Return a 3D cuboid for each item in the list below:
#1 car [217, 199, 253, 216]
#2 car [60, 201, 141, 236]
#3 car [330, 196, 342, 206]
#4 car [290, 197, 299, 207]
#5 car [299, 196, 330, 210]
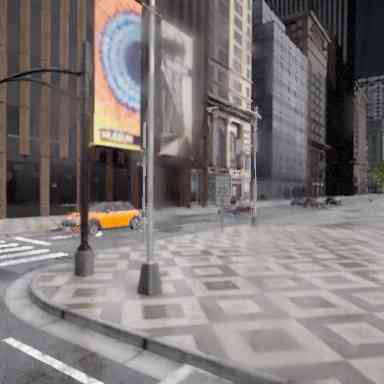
[{"bbox_3d":[4.201,1.438,31.679,1.812,1.442,4.674,1,1,35],"label":"car"},{"bbox_3d":[-5.030,1.327,18.679,2.097,1.767,4.553,1,1,36],"label":"car"},{"bbox_3d":[21.657,1.351,50.992,1.837,1.490,4.892,1,1,35],"label":"car"},{"bbox_3d":[15.838,1.401,47.963,2.033,1.411,5.357,1,1,35],"label":"car"},{"bbox_3d":[15.676,1.396,42.451,1.837,1.490,4.892,1,1,36],"label":"car"}]
